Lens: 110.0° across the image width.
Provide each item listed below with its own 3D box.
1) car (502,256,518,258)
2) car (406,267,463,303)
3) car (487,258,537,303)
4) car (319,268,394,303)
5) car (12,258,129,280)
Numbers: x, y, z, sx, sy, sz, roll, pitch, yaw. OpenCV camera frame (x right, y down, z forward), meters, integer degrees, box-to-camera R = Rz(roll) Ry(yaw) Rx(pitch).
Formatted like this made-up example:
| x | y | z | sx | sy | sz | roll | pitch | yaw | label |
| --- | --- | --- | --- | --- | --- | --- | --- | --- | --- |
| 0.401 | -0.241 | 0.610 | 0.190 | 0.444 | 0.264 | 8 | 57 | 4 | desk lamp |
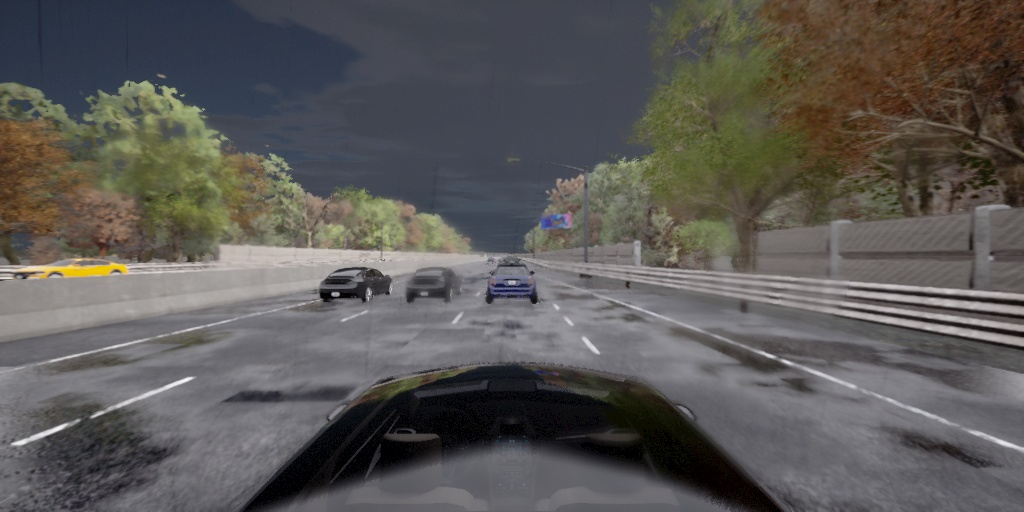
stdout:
| x | y | z | sx | sy | sz | roll | pitch | yaw | label |
| --- | --- | --- | --- | --- | --- | --- | --- | --- | --- |
| 0.006 | 0.997 | 52.444 | 2.150 | 2.045 | 5.566 | 0 | 0 | 0 | car |
| -3.498 | 1.264 | 16.767 | 1.837 | 1.490 | 4.892 | 0 | 0 | 0 | car |
| 0.002 | 1.109 | 16.835 | 2.097 | 1.767 | 4.553 | 0 | 0 | 0 | car |
| -6.998 | 1.264 | 16.647 | 1.837 | 1.490 | 4.892 | 0 | 0 | 0 | car |
| -27.377 | 0.892 | 22.503 | 1.882 | 1.535 | 5.008 | 0 | 0 | 3 | car |
